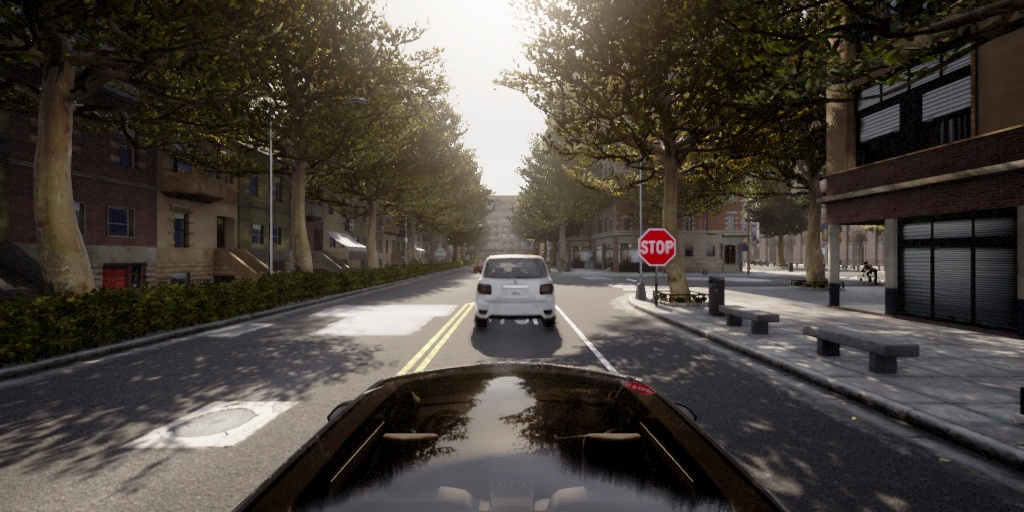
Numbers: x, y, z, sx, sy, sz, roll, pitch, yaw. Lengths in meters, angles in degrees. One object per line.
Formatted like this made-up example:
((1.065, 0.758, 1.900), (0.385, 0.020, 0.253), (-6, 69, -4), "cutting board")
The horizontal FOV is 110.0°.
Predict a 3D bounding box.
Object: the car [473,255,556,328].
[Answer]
((0.092, 0.980, 11.487), (2.150, 2.045, 5.566), (0, 0, 0), "car")

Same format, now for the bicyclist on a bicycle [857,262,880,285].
((24.776, 1.219, 24.945), (0.582, 1.620, 1.656), (0, 0, -1), "bicyclist on a bicycle")

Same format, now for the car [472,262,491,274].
((-3.548, 1.379, 42.768), (1.895, 1.301, 4.718), (0, 0, 0), "car")

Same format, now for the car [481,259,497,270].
((-3.561, 1.278, 55.370), (2.128, 1.511, 4.902), (0, 0, 0), "car")
